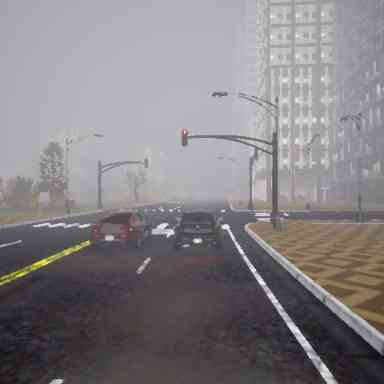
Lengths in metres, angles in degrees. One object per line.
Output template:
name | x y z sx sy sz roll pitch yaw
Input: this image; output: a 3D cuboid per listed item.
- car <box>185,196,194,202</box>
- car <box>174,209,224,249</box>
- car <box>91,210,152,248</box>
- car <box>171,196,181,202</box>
car | -0.585 1.528 78.338 2.033 1.411 5.357 0 0 6
car | 0.300 1.513 14.423 1.837 1.490 4.892 0 0 2
car | -2.948 1.529 14.555 1.812 1.442 4.674 0 0 2
car | -3.821 1.582 78.624 1.895 1.301 4.718 0 0 6
